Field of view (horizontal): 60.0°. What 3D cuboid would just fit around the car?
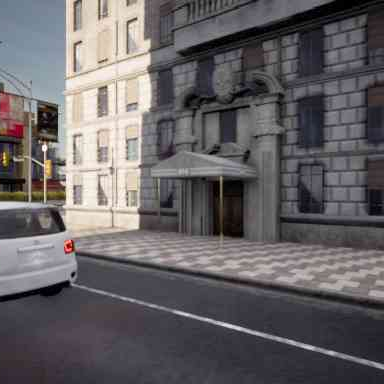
[{"bbox_3d":[-4.903,1.219,7.384,5.566,2.045,2.150,0,0,35],"label":"car"}]
